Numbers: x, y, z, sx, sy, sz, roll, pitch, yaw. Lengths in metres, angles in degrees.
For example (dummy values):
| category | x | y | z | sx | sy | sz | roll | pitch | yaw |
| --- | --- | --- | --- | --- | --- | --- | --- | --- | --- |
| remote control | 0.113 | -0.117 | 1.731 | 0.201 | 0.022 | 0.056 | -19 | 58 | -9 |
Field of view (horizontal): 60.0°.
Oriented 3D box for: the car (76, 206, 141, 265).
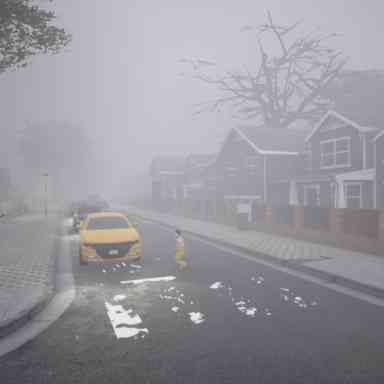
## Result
| category | x | y | z | sx | sy | sz | roll | pitch | yaw |
| --- | --- | --- | --- | --- | --- | --- | --- | --- | --- |
| car | -3.145 | 1.513 | 12.194 | 1.882 | 1.535 | 5.008 | -1 | 0 | -19 |

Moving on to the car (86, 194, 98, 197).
| category | x | y | z | sx | sy | sz | roll | pitch | yaw |
| --- | --- | --- | --- | --- | --- | --- | --- | --- | --- |
| car | -15.673 | 1.350 | 52.324 | 2.150 | 2.045 | 5.566 | -1 | 0 | -21 |

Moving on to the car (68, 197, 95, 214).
| category | x | y | z | sx | sy | sz | roll | pitch | yaw |
| --- | --- | --- | --- | --- | --- | --- | --- | --- | --- |
| car | -11.201 | 1.574 | 33.046 | 2.128 | 1.511 | 4.902 | -1 | 0 | -21 |

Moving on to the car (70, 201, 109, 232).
| category | x | y | z | sx | sy | sz | roll | pitch | yaw |
| --- | --- | --- | --- | --- | --- | --- | --- | --- | --- |
| car | -6.494 | 1.556 | 20.937 | 1.837 | 1.490 | 4.892 | -1 | 0 | -21 |

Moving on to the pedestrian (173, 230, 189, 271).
| category | x | y | z | sx | sy | sz | roll | pitch | yaw |
| --- | --- | --- | --- | --- | --- | --- | --- | --- | --- |
| pedestrian | -0.325 | 1.588 | 9.405 | 0.375 | 1.300 | 0.375 | 0 | 0 | -21 |

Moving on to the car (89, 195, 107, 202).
| category | x | y | z | sx | sy | sz | roll | pitch | yaw |
| --- | --- | --- | --- | --- | --- | --- | --- | --- | --- |
| car | -11.813 | 1.563 | 42.553 | 1.882 | 1.535 | 5.008 | -1 | 0 | -21 |
